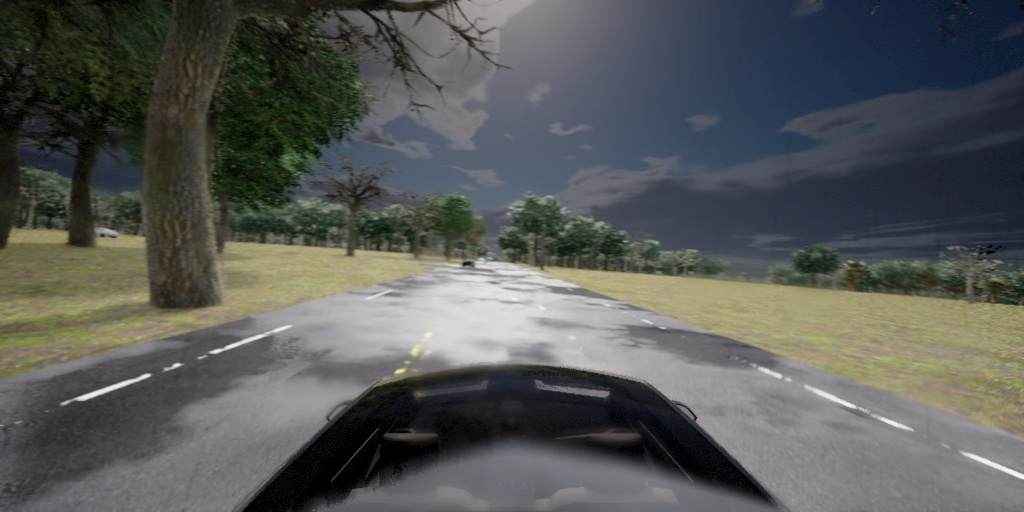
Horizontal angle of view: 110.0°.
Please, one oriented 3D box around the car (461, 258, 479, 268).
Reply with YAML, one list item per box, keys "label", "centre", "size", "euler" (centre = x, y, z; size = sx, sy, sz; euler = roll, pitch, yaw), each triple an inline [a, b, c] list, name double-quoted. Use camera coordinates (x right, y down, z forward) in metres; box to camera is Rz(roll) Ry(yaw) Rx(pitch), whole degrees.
- label: "car"
  centre: [-6.394, 1.045, 52.976]
  size: [1.895, 1.301, 4.718]
  euler: [5, -1, -4]
